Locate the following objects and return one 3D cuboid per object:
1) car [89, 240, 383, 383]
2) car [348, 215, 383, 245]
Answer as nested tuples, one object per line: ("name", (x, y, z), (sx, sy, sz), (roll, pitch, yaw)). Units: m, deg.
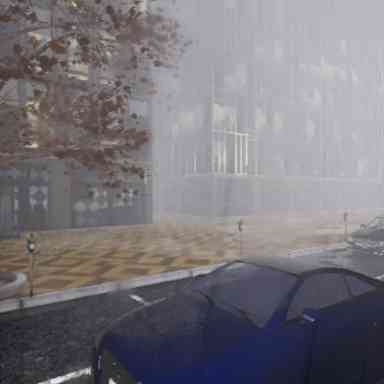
("car", (0.952, 1.546, 4.054), (4.181, 1.385, 1.994), (0, 0, -35))
("car", (7.190, 1.473, 11.671), (4.403, 1.369, 2.008), (0, 0, -35))
